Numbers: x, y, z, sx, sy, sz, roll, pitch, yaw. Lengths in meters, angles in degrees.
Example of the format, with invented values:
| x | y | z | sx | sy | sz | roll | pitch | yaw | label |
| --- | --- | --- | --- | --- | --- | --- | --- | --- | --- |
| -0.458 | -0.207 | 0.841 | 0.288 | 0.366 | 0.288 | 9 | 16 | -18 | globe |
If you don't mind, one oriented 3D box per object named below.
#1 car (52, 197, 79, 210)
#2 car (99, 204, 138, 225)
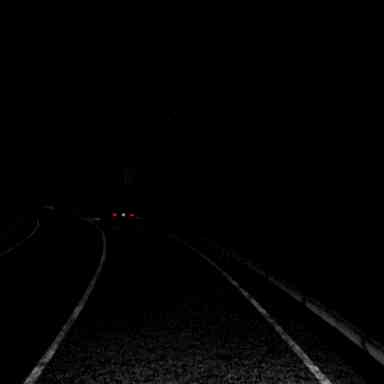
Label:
| x | y | z | sx | sy | sz | roll | pitch | yaw | label |
| --- | --- | --- | --- | --- | --- | --- | --- | --- | --- |
| -15.080 | 1.352 | 39.584 | 2.128 | 1.511 | 4.902 | 5 | -2 | -39 | car |
| -5.637 | 1.576 | 24.621 | 2.033 | 1.411 | 5.357 | 2 | -1 | -24 | car |
